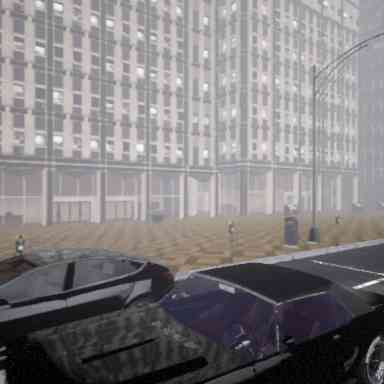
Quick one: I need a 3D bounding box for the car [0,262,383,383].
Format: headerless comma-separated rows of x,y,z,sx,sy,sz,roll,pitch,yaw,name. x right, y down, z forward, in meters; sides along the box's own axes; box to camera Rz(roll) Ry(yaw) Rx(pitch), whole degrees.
0.490,1.607,3.727,4.718,1.301,1.895,0,0,-35,car

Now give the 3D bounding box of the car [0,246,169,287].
-2.253,1.568,4.956,4.313,1.339,1.947,0,0,-35,car
